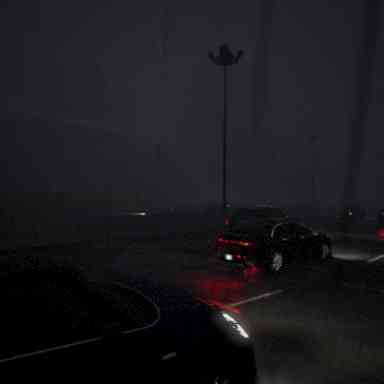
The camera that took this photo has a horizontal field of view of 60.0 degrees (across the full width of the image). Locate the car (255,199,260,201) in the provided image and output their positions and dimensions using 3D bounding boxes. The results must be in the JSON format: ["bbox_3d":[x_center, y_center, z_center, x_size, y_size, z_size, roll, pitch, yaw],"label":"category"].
[{"bbox_3d":[14.875,2.349,75.567,1.994,1.385,4.181,0,-1,12],"label":"car"}]

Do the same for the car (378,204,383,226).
[{"bbox_3d":[15.945,1.873,26.284,2.128,1.511,4.902,0,-1,34],"label":"car"}]

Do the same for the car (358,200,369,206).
[{"bbox_3d":[41.092,2.580,80.072,1.994,1.385,4.181,0,-1,12],"label":"car"}]

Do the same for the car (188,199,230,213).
[{"bbox_3d":[2.101,1.834,37.284,2.128,1.511,4.902,0,-1,32],"label":"car"}]

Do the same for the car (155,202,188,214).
[{"bbox_3d":[-1.693,1.836,37.820,1.812,1.442,4.674,0,-1,33],"label":"car"}]

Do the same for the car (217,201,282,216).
[{"bbox_3d":[3.690,1.532,16.727,4.553,1.767,2.097,1,-1,-45],"label":"car"}]

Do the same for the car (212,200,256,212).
[{"bbox_3d":[4.599,1.891,34.618,2.033,1.411,5.357,0,-1,33],"label":"car"}]

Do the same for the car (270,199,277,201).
[{"bbox_3d":[17.666,2.271,71.966,1.882,1.535,5.008,0,-1,12],"label":"car"}]

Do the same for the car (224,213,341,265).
[{"bbox_3d":[2.844,1.627,11.059,4.892,1.490,1.837,1,0,-42],"label":"car"}]

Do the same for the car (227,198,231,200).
[{"bbox_3d":[8.489,2.275,79.110,1.812,1.442,4.674,0,-1,12],"label":"car"}]

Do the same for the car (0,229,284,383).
[{"bbox_3d":[-1.534,1.362,2.986,4.553,1.767,2.097,1,-1,-36],"label":"car"}]

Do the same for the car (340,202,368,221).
[{"bbox_3d":[15.710,1.997,32.517,1.994,1.385,4.181,0,-1,31],"label":"car"}]

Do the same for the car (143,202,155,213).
[{"bbox_3d":[-4.081,1.875,40.598,1.994,1.385,4.181,0,-1,32],"label":"car"}]
